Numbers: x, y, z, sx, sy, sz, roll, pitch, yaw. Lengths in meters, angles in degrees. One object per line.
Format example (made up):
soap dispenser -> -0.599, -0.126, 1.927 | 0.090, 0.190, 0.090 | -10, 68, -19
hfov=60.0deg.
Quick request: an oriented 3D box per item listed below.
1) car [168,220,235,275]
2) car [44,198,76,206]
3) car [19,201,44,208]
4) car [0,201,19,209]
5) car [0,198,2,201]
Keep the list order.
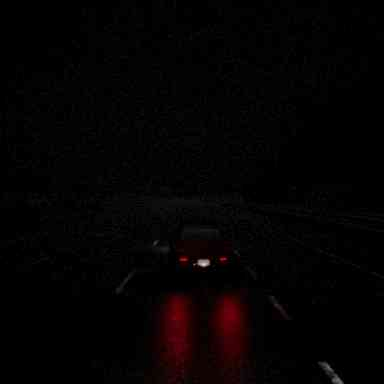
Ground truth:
car -> 0.205, 1.634, 10.741 | 1.812, 1.442, 4.674 | 0, 0, -2
car -> -17.556, 1.778, 45.251 | 2.150, 2.045, 5.566 | 0, -1, 0
car -> -21.052, 2.035, 45.306 | 1.882, 1.535, 5.008 | 0, -1, 0
car -> -24.543, 2.146, 46.901 | 1.994, 1.385, 4.181 | 0, -1, 0
car -> -28.049, 1.778, 45.236 | 2.150, 2.045, 5.566 | 0, -1, 0
